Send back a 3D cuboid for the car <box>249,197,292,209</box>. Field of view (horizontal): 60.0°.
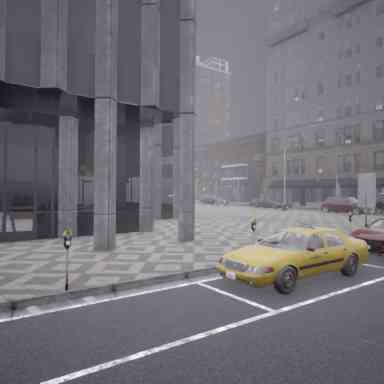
[{"bbox_3d":[9.055,1.306,39.020,2.033,1.411,5.357,1,0,-36],"label":"car"}]

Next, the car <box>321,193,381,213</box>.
[{"bbox_3d":[14.576,1.197,31.210,2.097,1.767,4.553,1,0,-35],"label":"car"}]

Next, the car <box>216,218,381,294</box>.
[{"bbox_3d":[2.821,1.526,8.777,4.829,1.417,1.752,0,1,-36],"label":"car"}]

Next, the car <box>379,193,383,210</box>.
[{"bbox_3d":[17.745,1.108,32.294,2.150,2.045,5.566,1,0,-35],"label":"car"}]

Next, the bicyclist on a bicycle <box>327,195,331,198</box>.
[{"bbox_3d":[16.332,1.157,39.536,1.656,1.620,0.582,0,0,-35],"label":"bicyclist on a bicycle"}]

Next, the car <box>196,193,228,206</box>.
[{"bbox_3d":[3.094,1.155,47.478,2.128,1.511,4.902,1,0,-35],"label":"car"}]

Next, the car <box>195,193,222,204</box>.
[{"bbox_3d":[2.612,0.998,53.692,2.097,1.767,4.553,1,0,-35],"label":"car"}]

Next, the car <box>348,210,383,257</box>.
[{"bbox_3d":[7.535,1.547,12.148,4.507,1.381,1.887,0,1,-36],"label":"car"}]
